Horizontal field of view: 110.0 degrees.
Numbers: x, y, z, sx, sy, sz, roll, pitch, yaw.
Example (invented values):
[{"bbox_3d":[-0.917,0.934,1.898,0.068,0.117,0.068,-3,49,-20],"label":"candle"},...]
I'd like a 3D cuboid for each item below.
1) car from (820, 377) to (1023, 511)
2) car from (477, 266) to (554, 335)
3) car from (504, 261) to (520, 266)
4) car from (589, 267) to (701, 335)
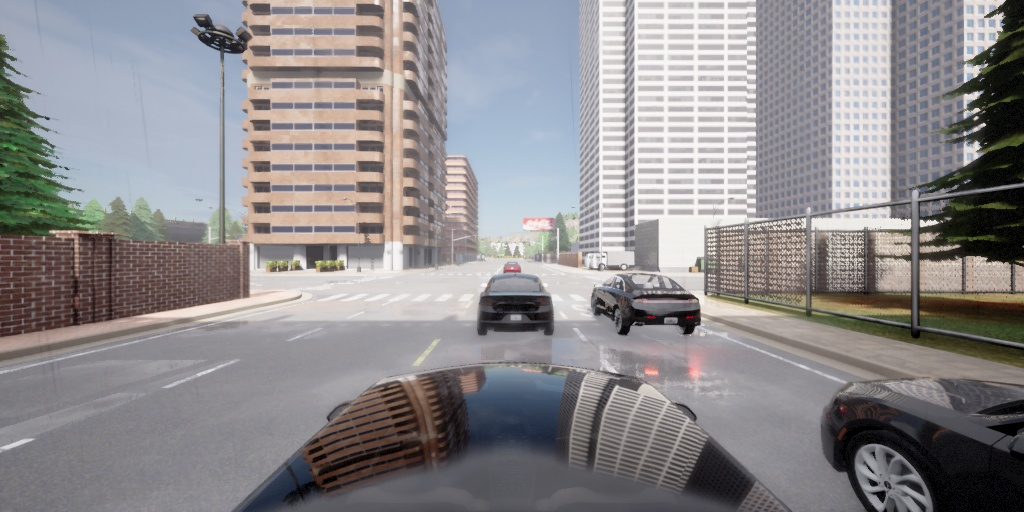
[{"bbox_3d":[3.607,1.255,1.097,1.837,1.490,4.892,0,0,0],"label":"car"},{"bbox_3d":[0.084,1.228,10.489,1.882,1.535,5.008,0,0,0],"label":"car"},{"bbox_3d":[0.020,1.314,41.791,1.994,1.385,4.181,0,0,0],"label":"car"},{"bbox_3d":[3.606,1.242,10.489,2.128,1.511,4.902,0,0,1],"label":"car"}]
